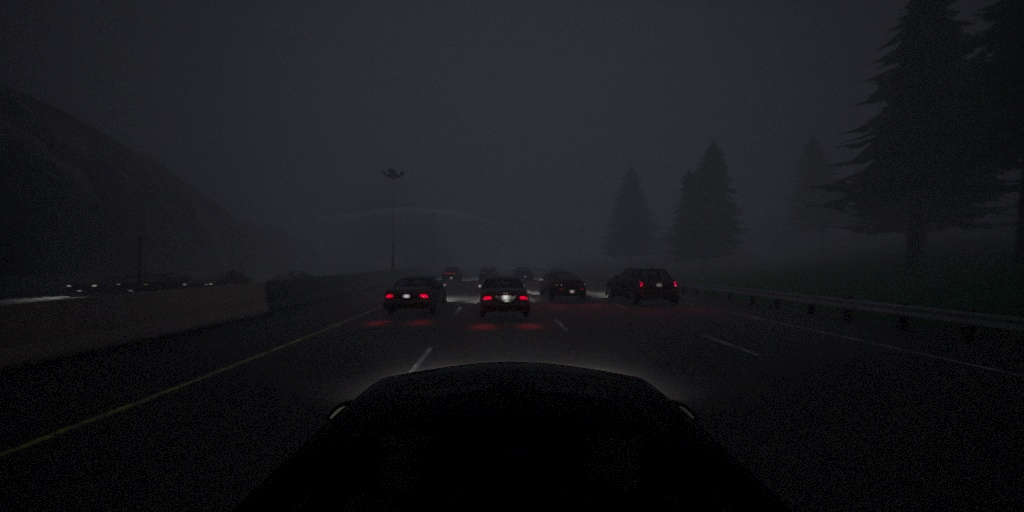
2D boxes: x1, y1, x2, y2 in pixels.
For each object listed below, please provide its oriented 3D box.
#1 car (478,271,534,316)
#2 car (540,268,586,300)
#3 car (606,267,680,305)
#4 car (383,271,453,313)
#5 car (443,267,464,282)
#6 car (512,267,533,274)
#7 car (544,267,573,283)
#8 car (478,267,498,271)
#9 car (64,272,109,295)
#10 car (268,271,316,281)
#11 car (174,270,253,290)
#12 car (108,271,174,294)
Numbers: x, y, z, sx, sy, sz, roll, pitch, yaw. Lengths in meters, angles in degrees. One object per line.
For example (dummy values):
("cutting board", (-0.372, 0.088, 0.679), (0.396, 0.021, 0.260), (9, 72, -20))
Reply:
("car", (-0.377, 1.501, 14.480), (2.033, 1.411, 5.357), (0, -1, -4))
("car", (2.700, 1.553, 19.579), (1.812, 1.442, 4.674), (0, -1, -5))
("car", (6.348, 1.345, 17.945), (2.097, 1.767, 4.553), (0, -1, -4))
("car", (-3.928, 1.522, 15.234), (2.033, 1.411, 5.357), (0, -1, -4))
("car", (-5.928, 1.814, 35.945), (1.837, 1.490, 4.892), (0, -1, -6))
("car", (1.022, 1.829, 36.653), (1.812, 1.442, 4.674), (0, -1, -6))
("car", (4.618, 1.849, 36.035), (1.994, 1.385, 4.181), (0, -1, -6))
("car", (-2.384, 1.788, 35.708), (2.128, 1.511, 4.902), (0, -1, -6))
("car", (-25.982, 1.715, 23.951), (2.033, 1.411, 5.357), (0, -1, -6))
("car", (-15.594, 1.733, 25.603), (1.994, 1.385, 4.181), (0, -1, -6))
("car", (-18.872, 1.665, 23.276), (1.812, 1.442, 4.674), (0, -1, -6))
("car", (-22.371, 1.745, 23.043), (1.895, 1.301, 4.718), (0, -1, -6))
